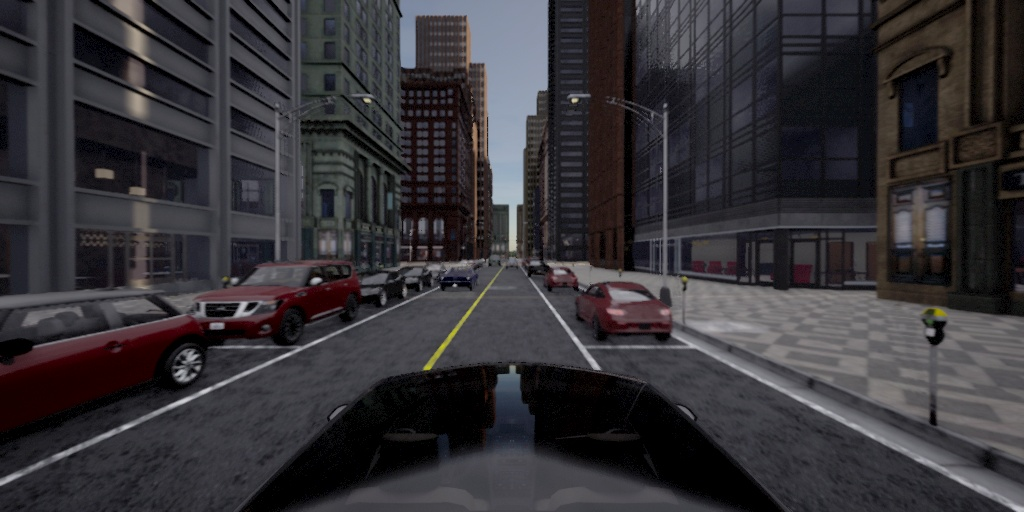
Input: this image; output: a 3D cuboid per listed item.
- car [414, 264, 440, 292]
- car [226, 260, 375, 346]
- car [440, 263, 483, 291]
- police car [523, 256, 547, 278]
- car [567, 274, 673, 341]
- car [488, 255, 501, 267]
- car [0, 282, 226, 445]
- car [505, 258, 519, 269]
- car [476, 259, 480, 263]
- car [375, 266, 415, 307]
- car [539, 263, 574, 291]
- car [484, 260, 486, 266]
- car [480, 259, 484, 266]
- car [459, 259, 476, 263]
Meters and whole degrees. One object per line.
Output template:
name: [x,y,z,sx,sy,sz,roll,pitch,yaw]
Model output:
car: [-5.761,1.262,20.798,1.948,1.339,4.313,0,0,0]
car: [-5.762,1.043,9.525,2.192,1.841,5.009,0,0,0]
car: [-3.098,1.294,21.719,1.895,1.301,4.718,0,0,0]
police car: [2.369,1.088,33.436,1.930,1.638,5.238,0,0,0]
car: [2.763,1.309,9.530,1.802,1.307,4.207,0,0,0]
car: [-3.019,0.830,62.860,2.150,2.045,5.566,0,0,1]
car: [-5.763,1.184,3.888,1.967,1.591,4.097,0,0,0]
car: [0.005,1.169,52.357,2.033,1.411,5.357,0,0,0]
car: [-5.758,1.210,48.981,1.802,1.307,4.207,0,0,0]
car: [-5.762,1.278,15.162,1.948,1.339,4.313,0,0,0]
car: [2.764,1.277,20.803,1.802,1.307,4.207,0,0,0]
car: [-5.757,1.173,60.253,1.948,1.339,4.313,0,0,0]
car: [-5.758,1.183,54.617,1.948,1.339,4.313,0,0,0]
car: [-5.759,1.166,43.174,1.751,1.417,4.829,0,0,0]
